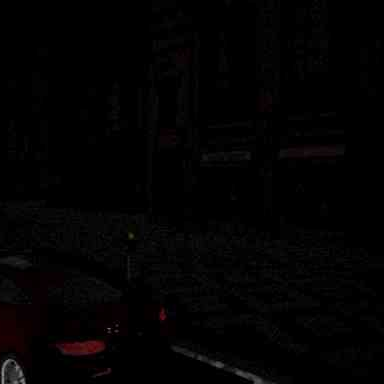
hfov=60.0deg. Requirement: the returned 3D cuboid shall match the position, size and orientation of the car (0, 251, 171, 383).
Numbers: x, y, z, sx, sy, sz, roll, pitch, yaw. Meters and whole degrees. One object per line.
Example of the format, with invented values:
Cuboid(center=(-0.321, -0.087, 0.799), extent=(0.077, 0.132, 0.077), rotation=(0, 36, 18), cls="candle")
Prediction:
Cuboid(center=(-2.181, 1.486, 4.522), extent=(4.206, 1.307, 1.802), rotation=(2, 1, 35), cls="car")
